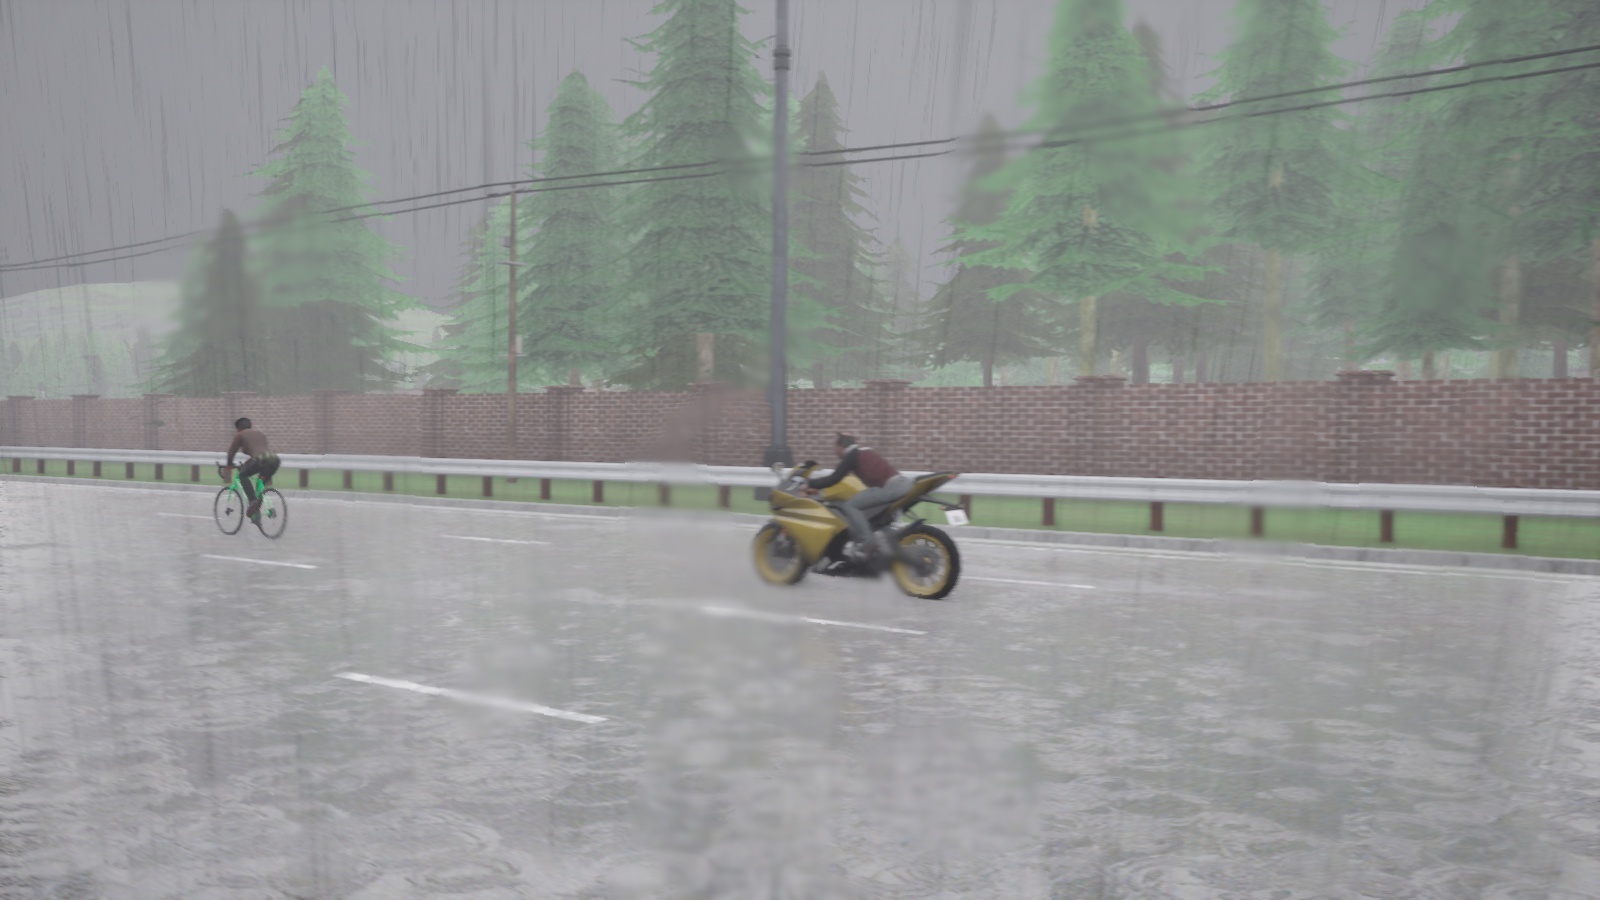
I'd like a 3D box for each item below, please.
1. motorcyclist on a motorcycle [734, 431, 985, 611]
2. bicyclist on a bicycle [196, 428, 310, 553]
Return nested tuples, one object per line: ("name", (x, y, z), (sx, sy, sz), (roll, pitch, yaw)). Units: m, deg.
("motorcyclist on a motorcycle", (0.530, 0.602, 11.675), (2.191, 1.530, 0.866), (0, 1, 34))
("bicyclist on a bicycle", (-7.382, 0.520, 16.930), (1.656, 1.620, 0.582), (0, 1, 34))
